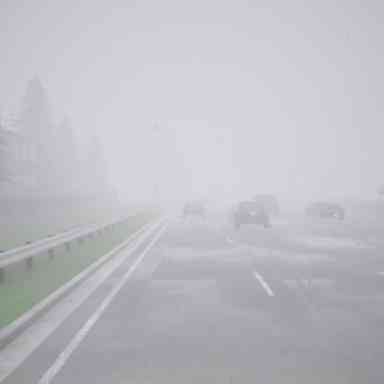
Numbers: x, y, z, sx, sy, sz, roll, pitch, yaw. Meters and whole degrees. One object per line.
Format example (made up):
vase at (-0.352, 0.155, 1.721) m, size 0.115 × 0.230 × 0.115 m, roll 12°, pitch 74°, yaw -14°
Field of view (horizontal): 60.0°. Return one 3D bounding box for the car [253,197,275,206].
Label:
car at (11.909, 1.551, 55.232) m, size 1.994 × 1.385 × 4.181 m, roll 0°, pitch 0°, yaw -12°

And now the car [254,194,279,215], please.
car at (7.098, 1.212, 33.319) m, size 2.150 × 2.045 × 5.566 m, roll 0°, pitch 0°, yaw -1°

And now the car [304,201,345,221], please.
car at (10.614, 1.496, 26.964) m, size 1.837 × 1.490 × 4.892 m, roll 0°, pitch 0°, yaw 0°

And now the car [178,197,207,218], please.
car at (0.114, 1.484, 30.251) m, size 2.128 × 1.511 × 4.902 m, roll 0°, pitch 0°, yaw 0°

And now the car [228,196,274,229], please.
car at (3.612, 1.346, 21.866) m, size 2.097 × 1.767 × 4.553 m, roll 0°, pitch 0°, yaw 0°

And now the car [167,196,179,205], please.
car at (-3.152, 1.465, 58.229) m, size 1.882 × 1.535 × 5.008 m, roll 1°, pitch 0°, yaw -15°
